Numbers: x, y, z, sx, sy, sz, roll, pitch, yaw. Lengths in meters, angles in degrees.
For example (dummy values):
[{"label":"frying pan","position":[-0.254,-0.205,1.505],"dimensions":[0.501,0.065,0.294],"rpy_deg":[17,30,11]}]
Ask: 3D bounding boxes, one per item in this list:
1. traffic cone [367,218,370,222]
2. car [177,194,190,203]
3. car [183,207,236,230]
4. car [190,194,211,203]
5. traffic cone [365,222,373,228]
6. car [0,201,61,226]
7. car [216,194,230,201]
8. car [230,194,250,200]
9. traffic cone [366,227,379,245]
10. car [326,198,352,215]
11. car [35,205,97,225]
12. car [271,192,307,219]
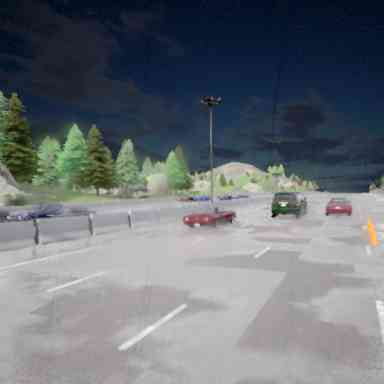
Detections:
[{"label":"traffic cone","position":[9.095,1.756,17.005],"dimensions":[0.340,0.580,0.340],"rpy_deg":[-1,0,26]},{"label":"car","position":[-1.051,1.117,64.591],"dimensions":[2.097,1.767,4.553],"rpy_deg":[-1,0,27]},{"label":"car","position":[1.293,1.594,21.355],"dimensions":[1.895,1.301,4.718],"rpy_deg":[-1,0,26]},{"label":"car","position":[2.064,1.165,63.007],"dimensions":[1.882,1.535,5.008],"rpy_deg":[-1,1,27]},{"label":"traffic cone","position":[8.215,1.782,15.209],"dimensions":[0.340,0.580,0.340],"rpy_deg":[-1,0,26]},{"label":"car","position":[-12.091,1.681,26.297],"dimensions":[2.097,1.767,4.553],"rpy_deg":[-1,0,26]},{"label":"car","position":[6.197,1.043,63.468],"dimensions":[1.882,1.535,5.008],"rpy_deg":[-1,1,27]},{"label":"car","position":[9.371,1.034,61.979],"dimensions":[2.033,1.411,5.357],"rpy_deg":[-1,0,27]},{"label":"traffic cone","position":[7.336,1.808,13.413],"dimensions":[0.340,0.580,0.340],"rpy_deg":[-1,0,26]},{"label":"car","position":[12.694,1.207,28.727],"dimensions":[1.994,1.385,4.181],"rpy_deg":[-1,0,26]},{"label":"car","position":[-8.958,1.815,24.729],"dimensions":[1.994,1.385,4.181],"rpy_deg":[-1,0,26]},{"label":"car","position":[7.956,1.012,27.025],"dimensions":[2.150,2.045,5.566],"rpy_deg":[-1,1,26]}]
